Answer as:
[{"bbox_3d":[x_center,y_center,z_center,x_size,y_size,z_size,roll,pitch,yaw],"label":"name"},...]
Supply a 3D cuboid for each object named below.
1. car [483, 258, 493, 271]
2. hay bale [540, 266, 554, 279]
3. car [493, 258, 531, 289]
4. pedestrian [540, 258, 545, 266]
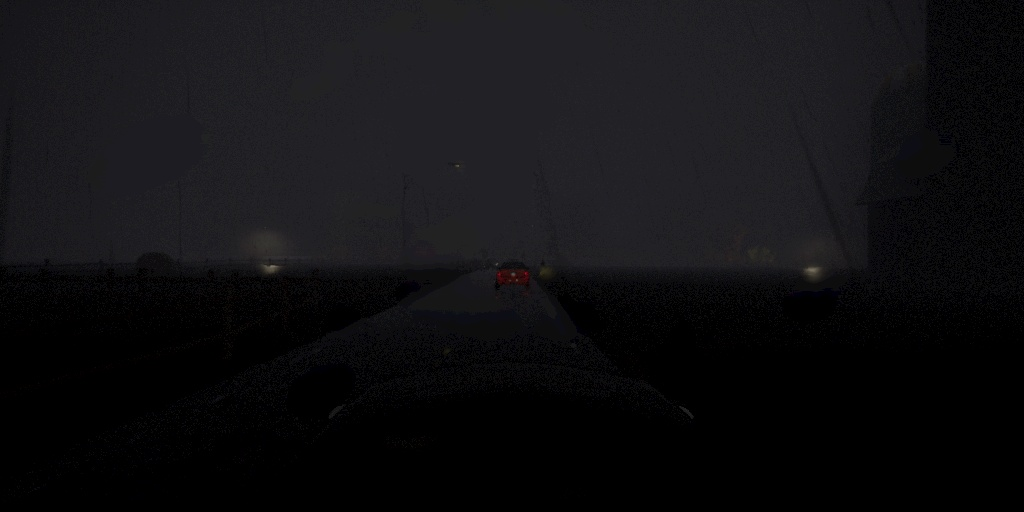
[{"bbox_3d":[-2.810,1.064,49.566,2.097,1.767,4.553,0,0,0],"label":"car"},{"bbox_3d":[3.134,1.394,32.110,1.220,1.180,1.240,0,0,0],"label":"hay bale"},{"bbox_3d":[0.082,1.095,23.094,2.097,1.767,4.553,0,0,0],"label":"car"},{"bbox_3d":[2.835,1.039,33.233,0.375,1.860,0.375,0,1,-1],"label":"pedestrian"}]
